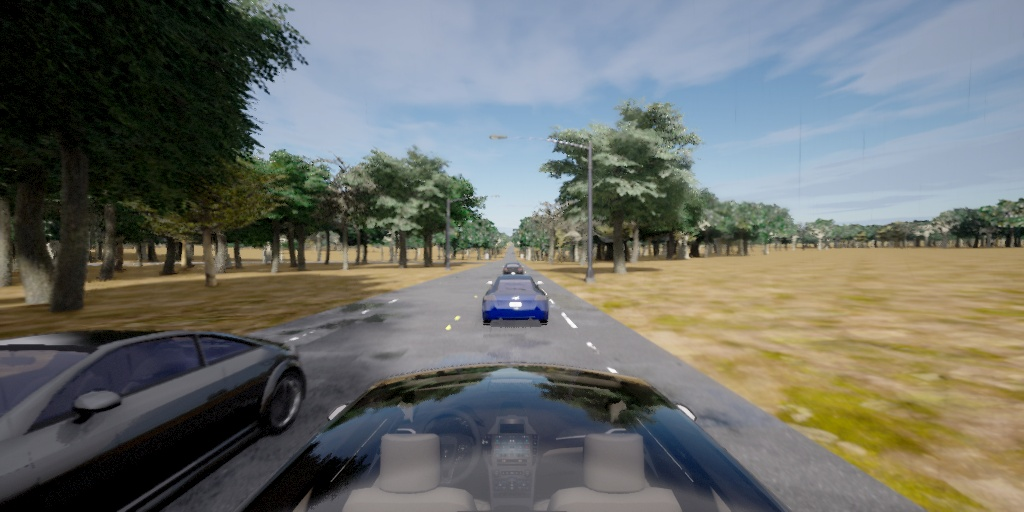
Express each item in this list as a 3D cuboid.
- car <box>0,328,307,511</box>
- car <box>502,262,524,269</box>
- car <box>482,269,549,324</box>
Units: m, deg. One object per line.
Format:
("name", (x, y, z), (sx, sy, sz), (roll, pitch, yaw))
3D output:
("car", (-3.499, 1.313, 2.679), (1.994, 1.385, 4.181), (0, 0, 0))
("car", (0.104, 1.287, 32.336), (1.812, 1.442, 4.674), (0, 0, 0))
("car", (0.101, 1.310, 11.929), (1.994, 1.385, 4.181), (0, 0, 0))
